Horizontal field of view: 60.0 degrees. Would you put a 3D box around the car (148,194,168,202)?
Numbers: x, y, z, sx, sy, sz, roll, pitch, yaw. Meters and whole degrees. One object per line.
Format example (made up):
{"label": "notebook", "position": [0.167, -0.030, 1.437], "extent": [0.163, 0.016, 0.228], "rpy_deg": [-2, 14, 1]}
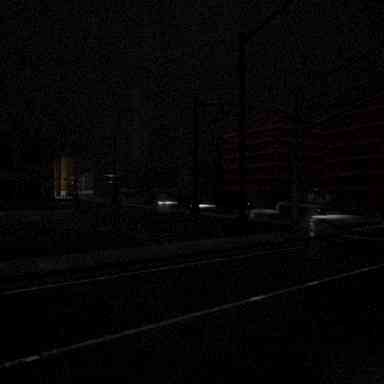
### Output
{"label": "car", "position": [-5.832, 0.955, 56.465], "extent": [1.994, 1.385, 4.181], "rpy_deg": [0, 1, -34]}

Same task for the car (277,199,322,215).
{"label": "car", "position": [10.446, 1.392, 32.665], "extent": [1.812, 1.442, 4.674], "rpy_deg": [0, 1, -34]}

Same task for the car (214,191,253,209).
{"label": "car", "position": [4.972, 0.950, 40.670], "extent": [2.150, 2.045, 5.566], "rpy_deg": [0, 1, -35]}

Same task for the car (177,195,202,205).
{"label": "car", "position": [-0.379, 1.126, 48.481], "extent": [1.994, 1.385, 4.181], "rpy_deg": [0, 1, -34]}
